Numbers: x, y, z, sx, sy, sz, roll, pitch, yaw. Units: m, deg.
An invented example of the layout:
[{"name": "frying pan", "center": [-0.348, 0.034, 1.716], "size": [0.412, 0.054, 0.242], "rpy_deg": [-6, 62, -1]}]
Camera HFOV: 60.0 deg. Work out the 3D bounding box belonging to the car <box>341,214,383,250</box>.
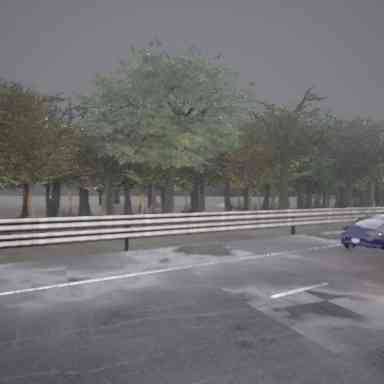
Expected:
[{"name": "car", "center": [8.008, 1.651, 13.677], "size": [4.674, 1.442, 1.812], "rpy_deg": [0, 0, -34]}]
